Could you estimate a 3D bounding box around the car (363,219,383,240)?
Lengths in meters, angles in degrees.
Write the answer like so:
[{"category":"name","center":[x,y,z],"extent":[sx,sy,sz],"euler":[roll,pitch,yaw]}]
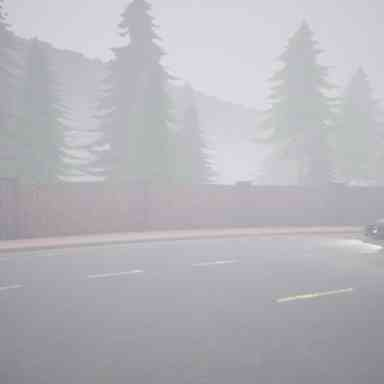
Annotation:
[{"category":"car","center":[9.659,1.487,14.233],"extent":[4.181,1.385,1.994],"euler":[0,0,-8]}]
